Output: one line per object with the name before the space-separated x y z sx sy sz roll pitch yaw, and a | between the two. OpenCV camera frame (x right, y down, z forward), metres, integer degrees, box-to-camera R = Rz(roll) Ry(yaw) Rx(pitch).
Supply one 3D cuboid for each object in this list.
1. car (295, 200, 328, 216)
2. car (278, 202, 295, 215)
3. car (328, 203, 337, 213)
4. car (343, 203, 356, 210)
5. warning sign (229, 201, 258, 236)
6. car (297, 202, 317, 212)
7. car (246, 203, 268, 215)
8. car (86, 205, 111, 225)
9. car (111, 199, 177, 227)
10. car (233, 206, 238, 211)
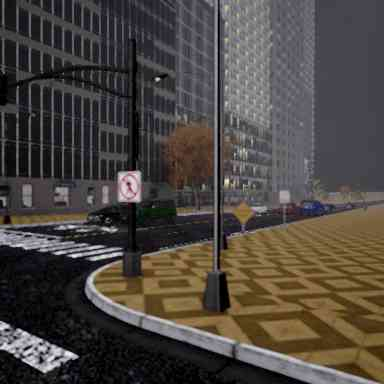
car | 15.975 2.055 44.140 2.150 2.045 5.566 0 -1 35
car | 13.656 2.192 46.510 2.097 1.767 4.553 0 -1 33
car | 21.735 2.547 53.107 1.812 1.442 4.674 0 -1 33
car | 31.334 2.826 65.853 1.812 1.442 4.674 0 -1 33
warning sign | 2.910 1.447 18.722 1.300 1.860 1.060 1 1 33
car | 19.006 2.492 54.872 1.882 1.535 5.008 0 -1 33
car | 8.758 2.290 45.149 1.812 1.442 4.674 0 -1 33
car | -6.484 1.852 27.614 1.837 1.490 4.892 0 -1 33
car | -3.376 1.588 26.437 2.150 2.045 5.566 0 -1 33
car | 8.126 2.374 50.106 2.033 1.411 5.357 0 -1 33
